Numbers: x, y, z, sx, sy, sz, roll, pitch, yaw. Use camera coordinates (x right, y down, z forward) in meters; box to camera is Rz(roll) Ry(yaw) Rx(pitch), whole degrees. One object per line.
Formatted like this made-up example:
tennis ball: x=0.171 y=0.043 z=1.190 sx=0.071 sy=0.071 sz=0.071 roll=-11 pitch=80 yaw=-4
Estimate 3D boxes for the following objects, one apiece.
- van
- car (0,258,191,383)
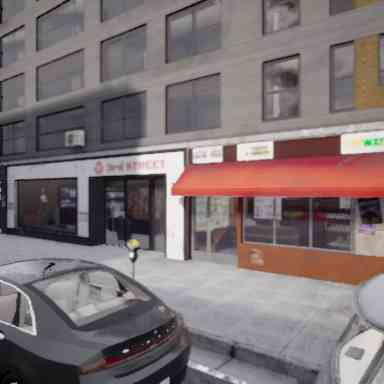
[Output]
van: x=2.417 y=1.340 z=1.085 sx=3.998 sy=1.788 sz=1.690 roll=0 pitch=0 yaw=36
car: x=-2.068 y=1.553 z=4.286 sx=4.403 sy=1.369 sz=2.008 roll=0 pitch=0 yaw=36
